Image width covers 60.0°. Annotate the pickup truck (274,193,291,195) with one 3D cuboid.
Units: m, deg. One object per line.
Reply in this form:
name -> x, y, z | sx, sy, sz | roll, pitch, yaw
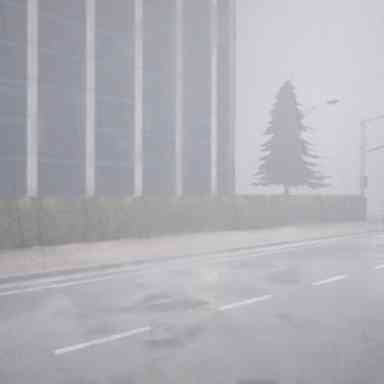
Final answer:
pickup truck -> 19.725, 1.191, 71.391 | 2.390, 2.098, 6.274 | 0, 0, -6
